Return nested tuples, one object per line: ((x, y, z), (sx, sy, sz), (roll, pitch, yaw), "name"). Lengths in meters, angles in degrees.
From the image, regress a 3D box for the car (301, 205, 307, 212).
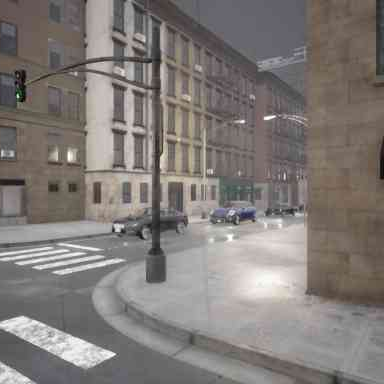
((14.868, 1.832, 41.585), (1.895, 1.301, 4.718), (0, 0, 36), "car")

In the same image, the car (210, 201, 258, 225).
((3.229, 1.476, 25.327), (2.097, 1.767, 4.553), (0, 0, 36), "car")

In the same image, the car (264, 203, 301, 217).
((8.952, 1.777, 33.335), (1.895, 1.301, 4.718), (0, 0, 35), "car")

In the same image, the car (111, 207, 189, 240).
((-2.113, 1.568, 17.809), (2.128, 1.511, 4.902), (0, 0, 35), "car")
